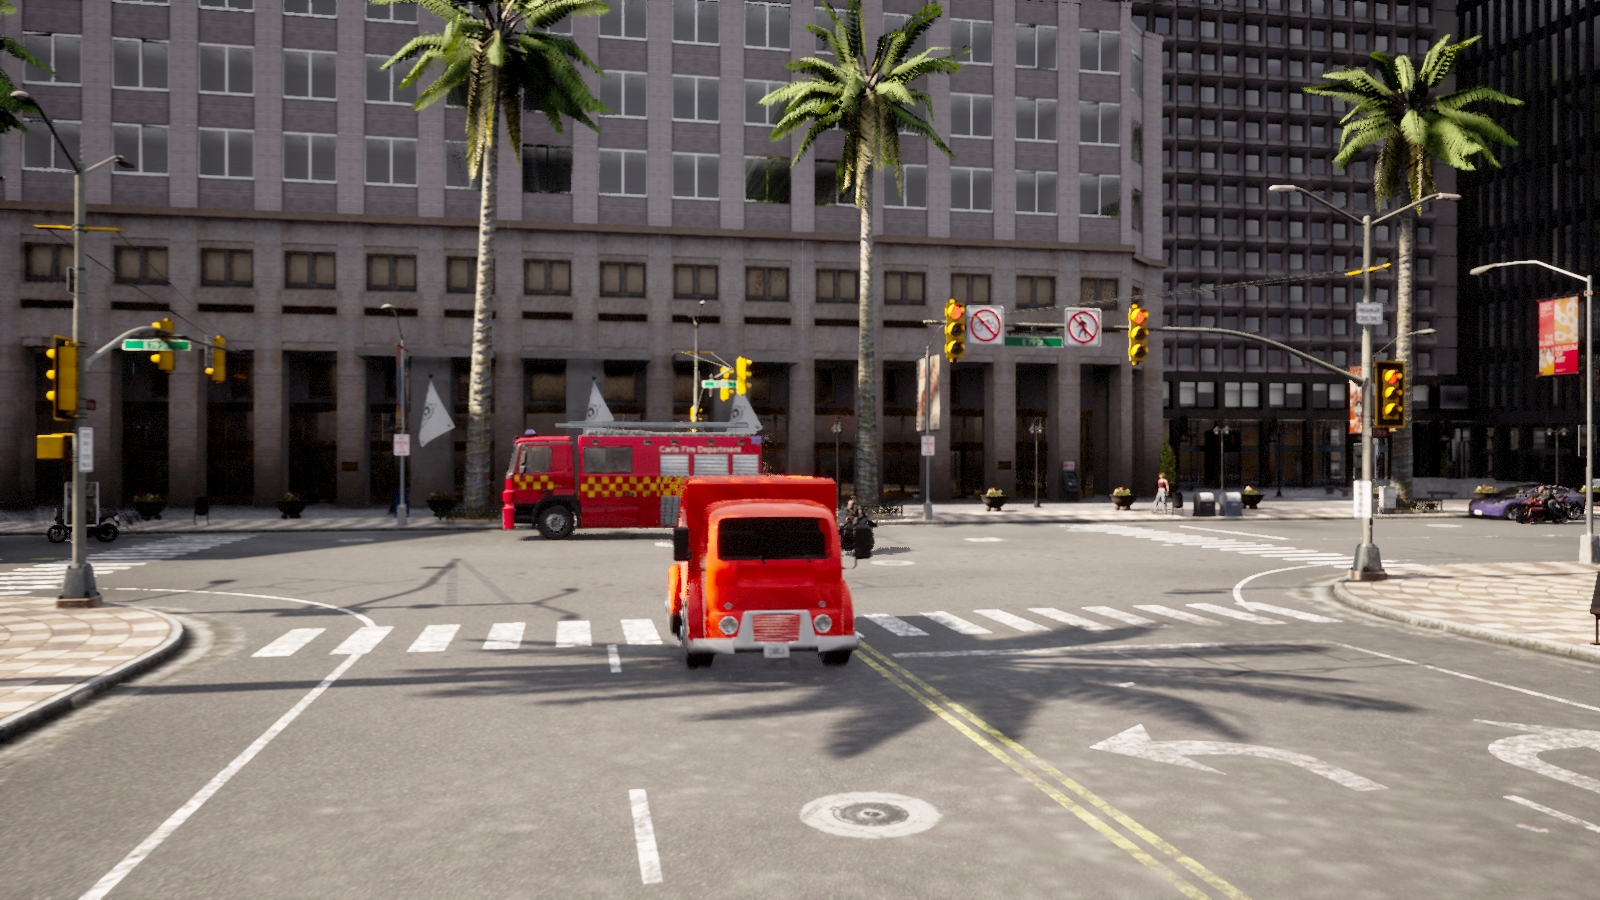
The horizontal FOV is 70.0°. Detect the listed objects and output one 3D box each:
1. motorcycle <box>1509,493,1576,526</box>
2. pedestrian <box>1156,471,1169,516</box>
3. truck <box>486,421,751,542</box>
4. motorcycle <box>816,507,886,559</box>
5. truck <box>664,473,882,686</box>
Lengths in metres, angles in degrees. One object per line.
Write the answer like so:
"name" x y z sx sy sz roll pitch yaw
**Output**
"motorcycle" 29.303 2.344 45.091 2.209 1.251 0.867 0 0 -11
"pedestrian" 15.428 1.841 48.563 0.375 1.860 0.375 0 0 -34
"truck" -6.046 0.998 38.317 8.468 3.827 2.891 0 0 -11
"motorcycle" 1.434 2.298 31.930 0.867 1.251 2.209 2 1 35
"truck" -0.619 1.618 16.508 2.627 2.467 5.204 0 0 -7
